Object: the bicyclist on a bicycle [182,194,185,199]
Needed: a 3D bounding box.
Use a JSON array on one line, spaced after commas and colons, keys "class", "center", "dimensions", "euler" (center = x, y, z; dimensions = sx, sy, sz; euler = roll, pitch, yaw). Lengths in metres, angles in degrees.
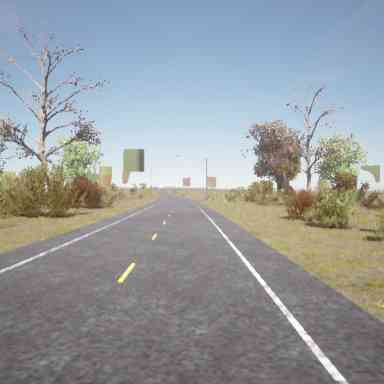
[{"class": "bicyclist on a bicycle", "center": [-2.361, 1.464, 95.353], "dimensions": [0.582, 1.620, 1.656], "euler": [-1, 0, -4]}]
